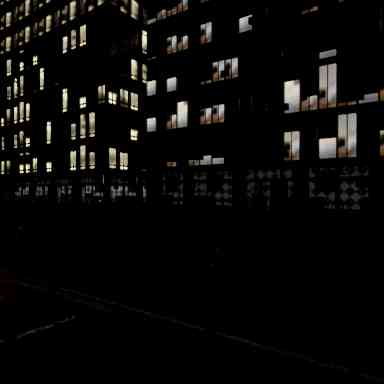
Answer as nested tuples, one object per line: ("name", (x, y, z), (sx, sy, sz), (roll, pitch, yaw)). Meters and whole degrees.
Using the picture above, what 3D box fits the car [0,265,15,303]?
("car", (-5.491, 1.526, 6.799), (4.829, 1.417, 1.752), (0, 0, 36))
